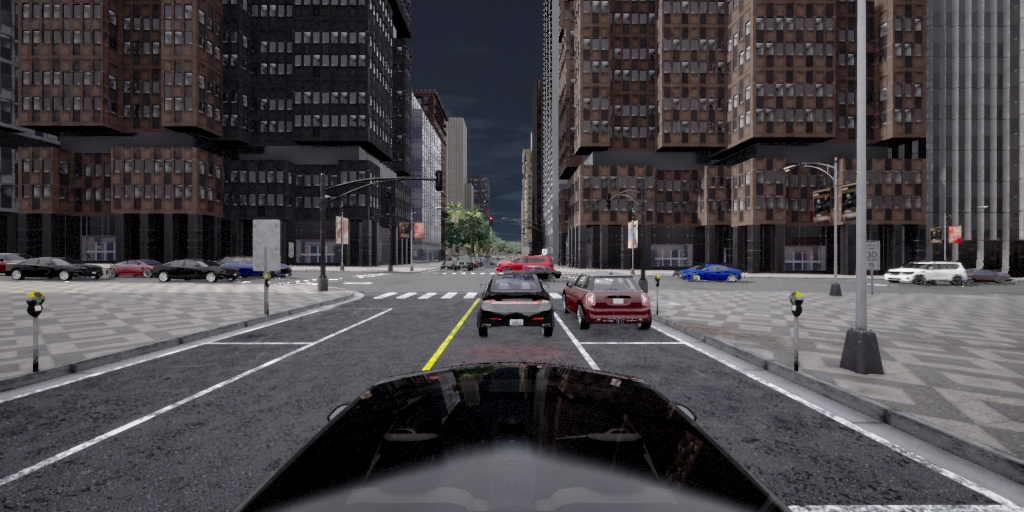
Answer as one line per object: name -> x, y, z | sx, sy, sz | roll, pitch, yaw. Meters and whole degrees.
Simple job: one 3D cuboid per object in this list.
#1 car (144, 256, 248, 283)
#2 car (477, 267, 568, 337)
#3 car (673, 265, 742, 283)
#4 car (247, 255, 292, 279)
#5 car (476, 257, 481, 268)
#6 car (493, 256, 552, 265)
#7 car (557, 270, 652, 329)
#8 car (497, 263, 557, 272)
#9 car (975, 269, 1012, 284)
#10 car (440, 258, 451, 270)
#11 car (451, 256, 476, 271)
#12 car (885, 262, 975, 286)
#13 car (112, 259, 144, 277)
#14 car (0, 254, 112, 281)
car -> -21.271, 0.958, 24.297 | 5.008, 1.535, 1.882 | 1, 0, -1
car -> 0.077, 1.240, 10.292 | 2.128, 1.511, 4.902 | 0, 0, -1
car -> 17.267, 1.498, 31.338 | 5.008, 1.535, 1.882 | 1, 0, 0
car -> -19.561, 0.852, 27.562 | 4.553, 1.767, 2.097 | 1, 0, 0
car -> -6.665, 1.245, 59.370 | 1.882, 1.535, 5.008 | 0, 0, 0
car -> 1.234, 1.009, 34.444 | 5.566, 2.045, 2.150 | 1, 0, 0
car -> 2.735, 1.189, 11.178 | 1.967, 1.591, 4.097 | 0, 0, 0
car -> 1.473, 1.398, 28.032 | 4.718, 1.301, 1.895 | 1, 0, -32
car -> 44.817, 1.967, 34.766 | 5.357, 1.411, 2.033 | 1, 0, 0
car -> -9.280, 1.318, 52.482 | 1.948, 1.339, 4.313 | 0, 0, -1
car -> -6.584, 0.968, 49.380 | 2.150, 2.045, 5.566 | 0, 0, 0
car -> 36.311, 1.519, 31.490 | 5.566, 2.045, 2.150 | 1, 0, 0
car -> -28.205, 0.943, 27.482 | 4.181, 1.385, 1.994 | 1, 0, -1
car -> -30.738, 0.824, 24.216 | 5.008, 1.535, 1.882 | 1, 0, 0
